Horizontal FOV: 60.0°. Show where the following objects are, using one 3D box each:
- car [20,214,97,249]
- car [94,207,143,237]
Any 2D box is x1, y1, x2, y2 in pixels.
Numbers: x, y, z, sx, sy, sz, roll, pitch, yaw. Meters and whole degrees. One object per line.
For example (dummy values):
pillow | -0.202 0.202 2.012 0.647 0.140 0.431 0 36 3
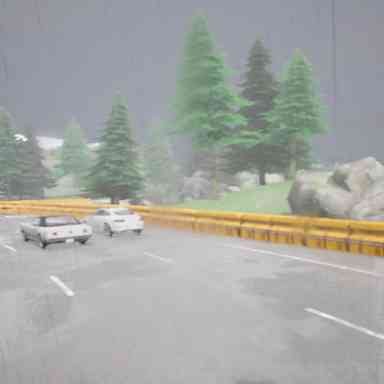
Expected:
car | -6.371 1.694 15.212 1.895 1.301 4.718 -1 0 -40
car | -4.432 1.560 18.309 1.812 1.442 4.674 -1 1 -41
